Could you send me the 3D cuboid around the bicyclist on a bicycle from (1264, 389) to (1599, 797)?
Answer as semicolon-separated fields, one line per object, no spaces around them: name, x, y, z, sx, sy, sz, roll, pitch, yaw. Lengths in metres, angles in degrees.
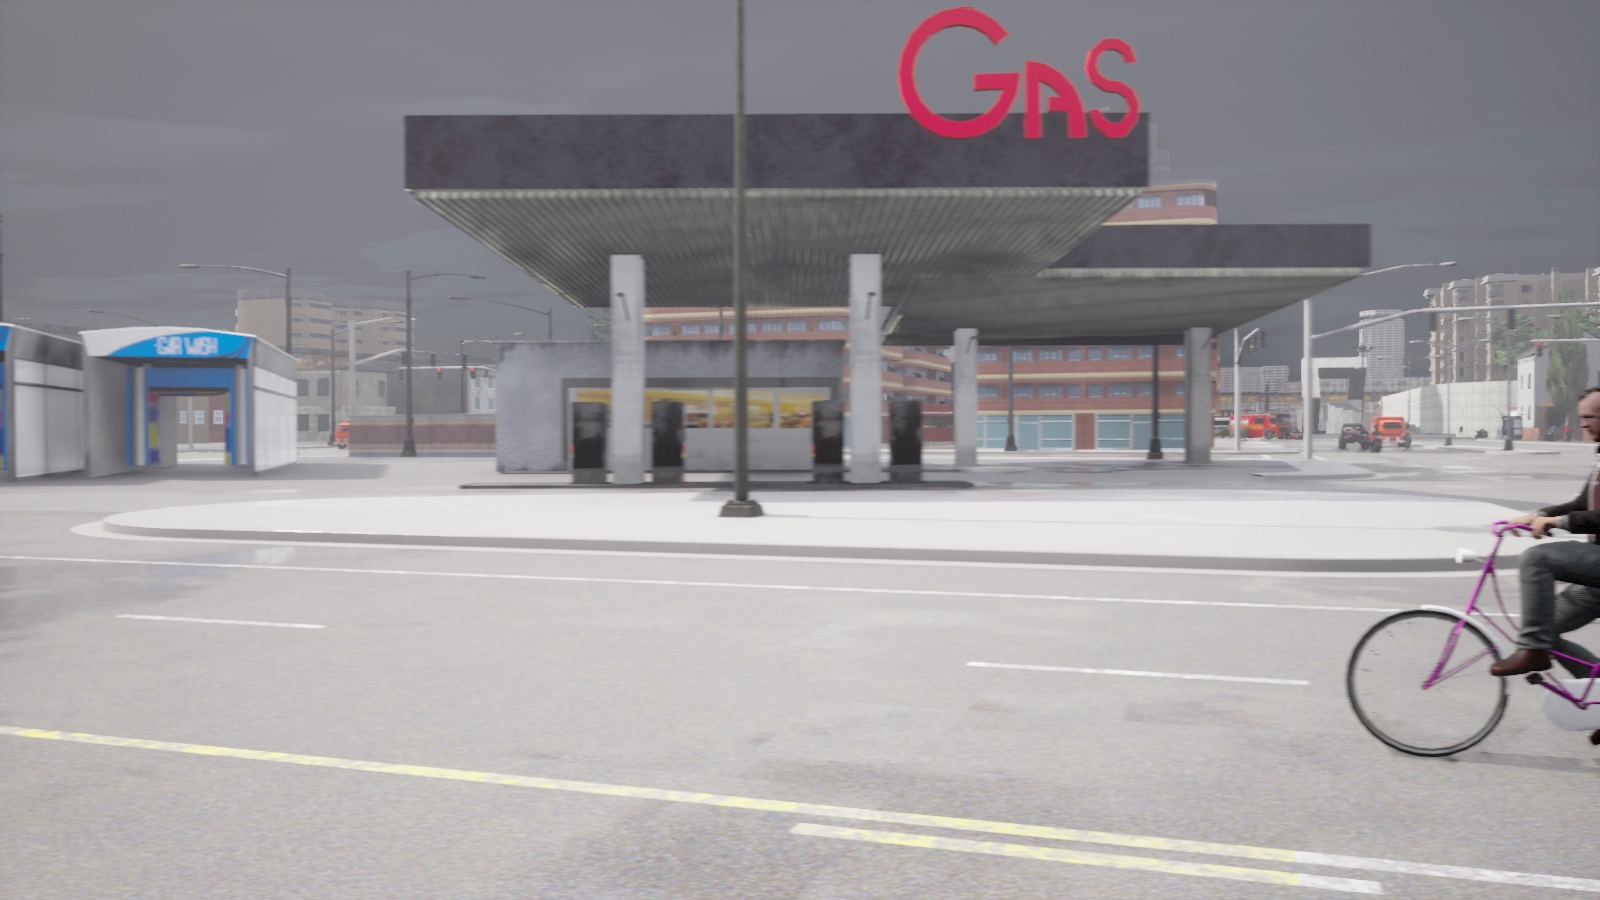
bicyclist on a bicycle;3.188;0.615;5.887;1.843;1.776;0.659;1;1;17
